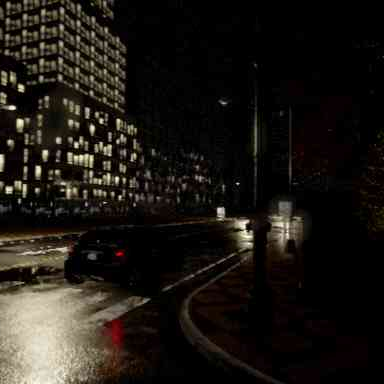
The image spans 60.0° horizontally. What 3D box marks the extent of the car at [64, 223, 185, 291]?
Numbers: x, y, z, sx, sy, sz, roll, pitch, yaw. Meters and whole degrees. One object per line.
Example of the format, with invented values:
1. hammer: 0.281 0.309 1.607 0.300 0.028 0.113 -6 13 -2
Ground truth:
1. car: -1.883 1.847 10.773 2.097 1.767 4.553 0 -3 21

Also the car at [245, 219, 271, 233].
1. car: 6.703 3.344 33.092 1.895 1.301 4.718 0 -3 21
